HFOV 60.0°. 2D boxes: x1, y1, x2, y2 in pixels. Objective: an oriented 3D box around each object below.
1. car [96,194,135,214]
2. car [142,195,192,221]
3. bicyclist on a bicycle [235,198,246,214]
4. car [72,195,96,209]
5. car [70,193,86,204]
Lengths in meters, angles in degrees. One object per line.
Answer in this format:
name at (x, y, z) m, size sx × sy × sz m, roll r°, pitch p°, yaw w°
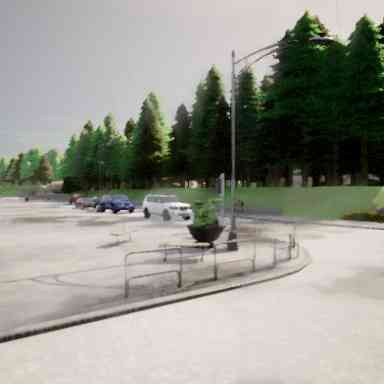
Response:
car at (-8.194, 1.249, 36.259) m, size 2.150 × 2.045 × 5.566 m, roll 0°, pitch 0°, yaw -35°
car at (-2.167, 1.249, 27.811) m, size 2.150 × 2.045 × 5.566 m, roll 0°, pitch 0°, yaw -35°
bicyclist on a bicycle at (4.710, 1.392, 32.620) m, size 1.656 × 1.620 × 0.582 m, roll 0°, pitch 0°, yaw -36°
car at (-14.256, 1.532, 44.798) m, size 1.837 × 1.490 × 4.892 m, roll 0°, pitch 0°, yaw -35°
car at (-20.618, 1.257, 60.904) m, size 2.150 × 2.045 × 5.566 m, roll 0°, pitch 0°, yaw -36°
